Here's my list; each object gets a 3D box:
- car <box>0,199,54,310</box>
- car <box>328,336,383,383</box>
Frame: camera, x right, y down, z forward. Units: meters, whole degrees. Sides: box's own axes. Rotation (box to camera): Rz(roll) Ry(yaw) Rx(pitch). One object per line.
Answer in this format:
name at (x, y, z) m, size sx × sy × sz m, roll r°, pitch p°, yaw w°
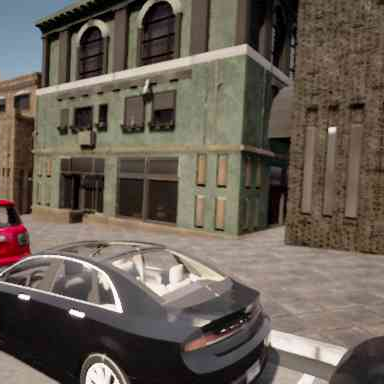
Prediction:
car at (-6.008, 1.172, 7.817) m, size 5.566 × 2.045 × 2.435 m, roll 0°, pitch 0°, yaw 36°
car at (3.119, 1.425, 1.307) m, size 4.892 × 1.521 × 2.231 m, roll 0°, pitch 0°, yaw 36°
